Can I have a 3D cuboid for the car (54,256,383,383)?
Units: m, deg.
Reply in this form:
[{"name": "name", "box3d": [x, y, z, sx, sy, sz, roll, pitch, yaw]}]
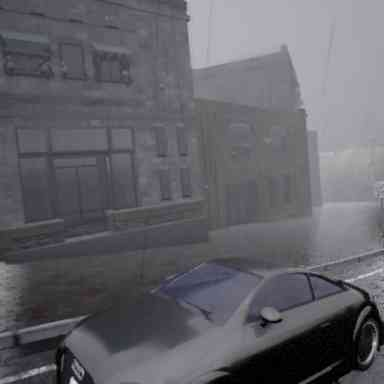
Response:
[{"name": "car", "box3d": [0.563, 1.579, 4.140, 4.181, 1.385, 1.994, 0, 0, -37]}]
